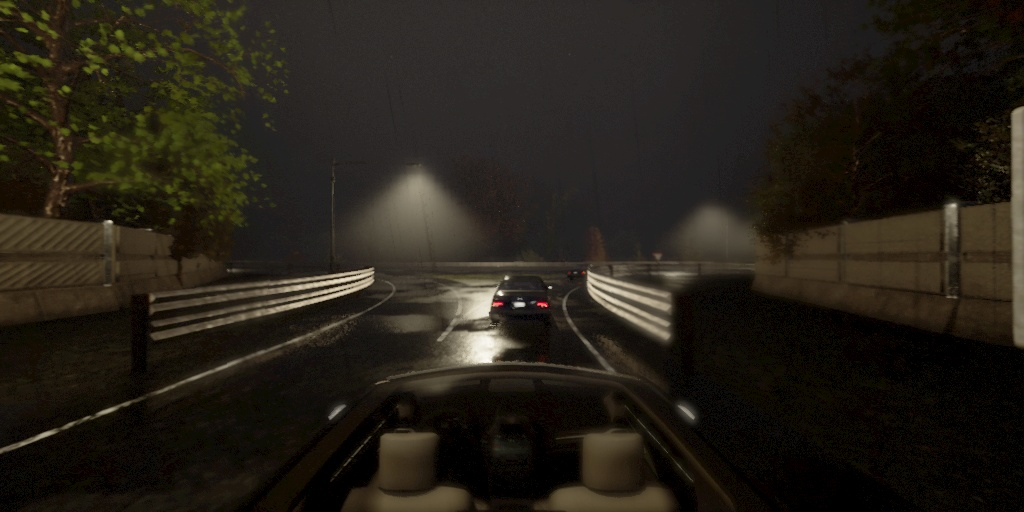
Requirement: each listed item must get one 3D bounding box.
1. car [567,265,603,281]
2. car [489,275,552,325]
[{"bbox_3d":[6.681,1.491,32.441,2.033,1.411,5.357,0,0,30],"label":"car"},{"bbox_3d":[0.382,1.363,12.098,2.033,1.411,5.357,0,0,4],"label":"car"}]
